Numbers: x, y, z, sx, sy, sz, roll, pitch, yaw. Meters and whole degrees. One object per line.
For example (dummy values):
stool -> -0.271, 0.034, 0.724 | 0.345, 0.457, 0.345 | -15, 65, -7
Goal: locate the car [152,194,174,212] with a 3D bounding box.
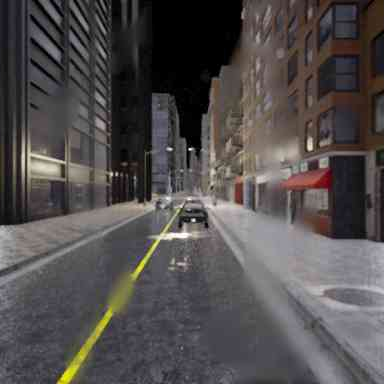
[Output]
car -> -3.023, 1.320, 36.906 | 2.128, 1.511, 4.902 | 0, 0, 0

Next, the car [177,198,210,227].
car -> 0.086, 1.404, 22.021 | 1.837, 1.490, 4.892 | 0, 0, 0
